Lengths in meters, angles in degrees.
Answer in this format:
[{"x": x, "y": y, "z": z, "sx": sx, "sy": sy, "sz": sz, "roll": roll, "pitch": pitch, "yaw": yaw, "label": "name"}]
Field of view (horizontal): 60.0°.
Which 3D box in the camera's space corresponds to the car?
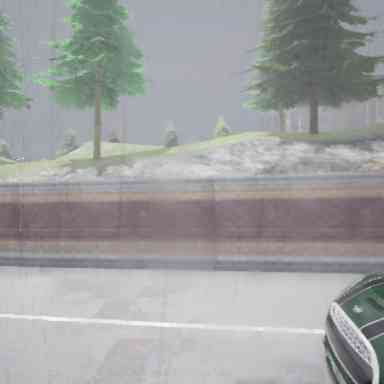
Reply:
[{"x": 3.673, "y": 1.162, "z": 3.026, "sx": 4.553, "sy": 1.767, "sz": 2.097, "roll": -1, "pitch": 2, "yaw": 8, "label": "car"}]
